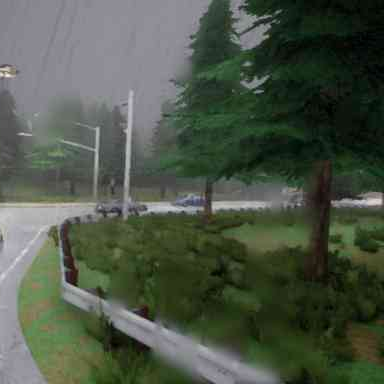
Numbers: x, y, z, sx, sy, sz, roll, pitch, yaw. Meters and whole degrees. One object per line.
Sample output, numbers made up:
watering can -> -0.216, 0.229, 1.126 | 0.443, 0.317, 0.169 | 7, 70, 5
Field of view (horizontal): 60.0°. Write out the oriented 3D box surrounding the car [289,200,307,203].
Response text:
car -> 17.986, 1.137, 55.026 | 2.097, 1.767, 4.553 | 5, 3, 44

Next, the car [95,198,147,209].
car -> -5.476, 1.152, 26.292 | 1.994, 1.385, 4.181 | 5, 3, 43

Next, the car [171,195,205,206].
car -> -0.213, 1.014, 36.667 | 4.674, 1.442, 1.812 | 1, 3, -45

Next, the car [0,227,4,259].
car -> -6.478, 1.441, 9.111 | 1.882, 1.535, 5.008 | 2, 0, -22
